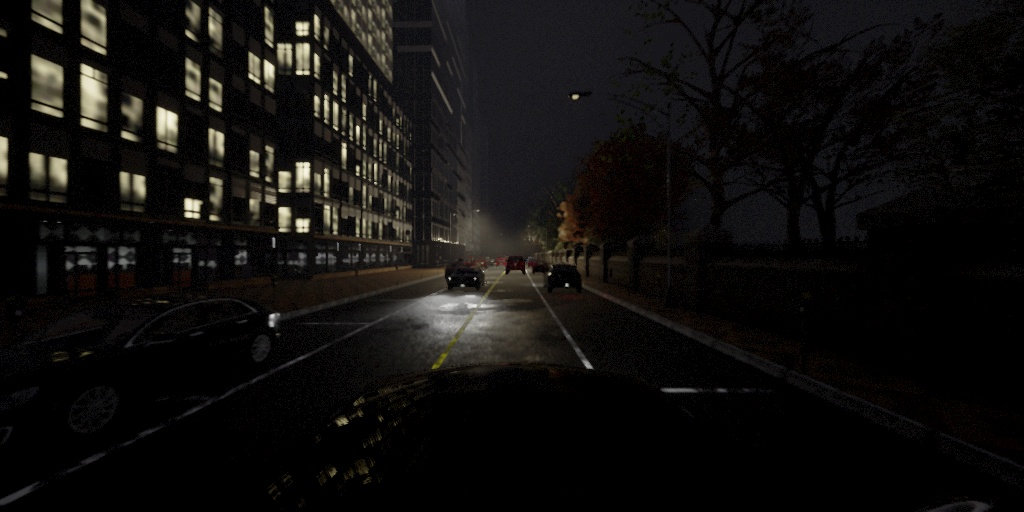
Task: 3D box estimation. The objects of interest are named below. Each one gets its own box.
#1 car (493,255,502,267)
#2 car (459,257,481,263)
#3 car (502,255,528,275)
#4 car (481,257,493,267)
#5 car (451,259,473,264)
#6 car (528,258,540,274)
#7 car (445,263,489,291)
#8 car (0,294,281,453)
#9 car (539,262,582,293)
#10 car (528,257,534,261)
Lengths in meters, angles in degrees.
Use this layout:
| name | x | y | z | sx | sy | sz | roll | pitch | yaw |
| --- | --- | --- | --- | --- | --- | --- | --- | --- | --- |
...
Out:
| name | x | y | z | sx | sy | sz | roll | pitch | yaw |
| --- | --- | --- | --- | --- | --- | --- | --- | --- | --- |
| car | -1.780 | 0.924 | 64.359 | 2.150 | 2.045 | 5.566 | 0 | 0 | 2 |
| car | -4.964 | 1.035 | 38.960 | 2.192 | 1.841 | 5.009 | 0 | 0 | 1 |
| car | 0.412 | 0.945 | 39.646 | 2.150 | 2.045 | 5.566 | 0 | 0 | 2 |
| car | -4.726 | 1.023 | 55.834 | 2.192 | 1.841 | 5.009 | 0 | 0 | 1 |
| car | -5.060 | 1.269 | 33.334 | 1.888 | 1.381 | 4.507 | 0 | 0 | 1 |
| car | 3.072 | 1.268 | 39.497 | 1.888 | 1.381 | 4.507 | 0 | 0 | 1 |
| car | -2.736 | 1.334 | 22.116 | 1.895 | 1.301 | 4.718 | 0 | 0 | 1 |
| car | -5.311 | 1.296 | 5.198 | 2.007 | 1.370 | 4.403 | 0 | 0 | 0 |
| car | 2.844 | 1.242 | 20.855 | 1.837 | 1.490 | 4.892 | 0 | 0 | 1 |
| car | 3.626 | 1.252 | 62.053 | 1.888 | 1.381 | 4.507 | 0 | 0 | 2 |
